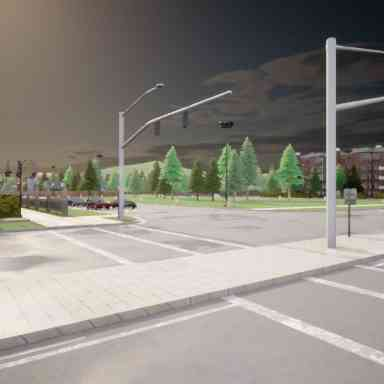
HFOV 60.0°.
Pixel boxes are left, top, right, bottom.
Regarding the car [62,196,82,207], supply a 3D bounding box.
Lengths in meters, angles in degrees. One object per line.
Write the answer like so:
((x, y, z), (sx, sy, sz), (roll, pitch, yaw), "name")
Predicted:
((-17.563, 1.505, 50.246), (1.837, 1.490, 4.892), (0, 0, -36), "car")

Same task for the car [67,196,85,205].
((-21.712, 1.478, 62.000), (1.882, 1.535, 5.008), (0, 0, -36), "car")

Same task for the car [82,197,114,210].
((-12.154, 1.601, 42.802), (1.895, 1.301, 4.718), (0, 0, -36), "car")

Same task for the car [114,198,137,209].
((-9.367, 1.547, 44.912), (2.033, 1.411, 5.357), (0, 0, -36), "car")

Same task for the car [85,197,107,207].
((-15.438, 1.505, 53.282), (1.837, 1.490, 4.892), (0, 0, -36), "car")

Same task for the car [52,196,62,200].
((-23.398, 1.503, 58.330), (1.837, 1.490, 4.892), (0, 0, -36), "car")
